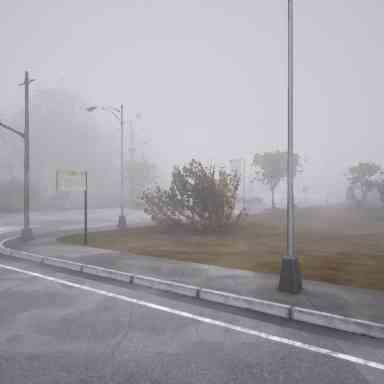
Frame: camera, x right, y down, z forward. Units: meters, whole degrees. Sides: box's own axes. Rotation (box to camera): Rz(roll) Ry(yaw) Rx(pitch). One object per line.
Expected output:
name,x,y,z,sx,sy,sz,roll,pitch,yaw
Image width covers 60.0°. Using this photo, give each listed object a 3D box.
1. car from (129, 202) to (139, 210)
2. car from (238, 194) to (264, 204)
car,-5.611,1.456,41.642,1.882,1.535,5.008,0,0,39
car,10.175,1.321,55.702,1.895,1.301,4.718,0,1,37
